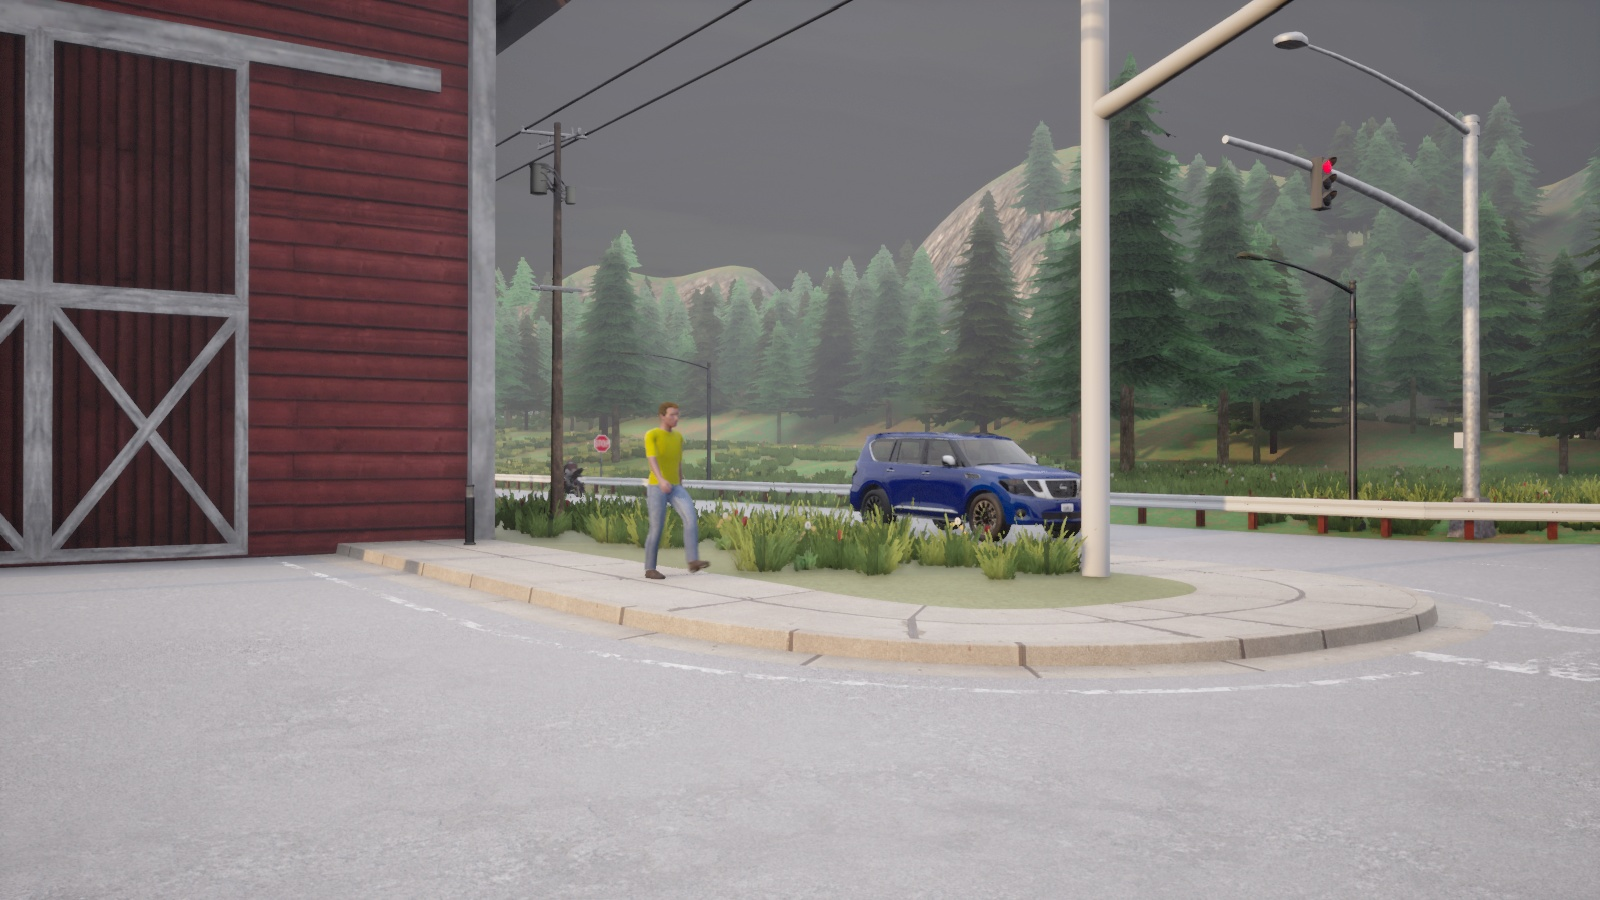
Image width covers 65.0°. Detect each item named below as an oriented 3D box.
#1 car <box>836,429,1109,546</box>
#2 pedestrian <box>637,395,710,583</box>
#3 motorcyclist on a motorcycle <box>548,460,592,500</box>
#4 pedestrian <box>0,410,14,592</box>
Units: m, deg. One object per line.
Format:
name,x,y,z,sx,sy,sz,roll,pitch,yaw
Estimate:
car,3.202,0.641,24.700,2.150,2.045,5.566,0,0,-34
pedestrian,-1.272,0.380,12.615,0.706,1.836,0.354,-1,-1,45
motorcyclist on a motorcycle,-9.038,1.172,49.273,0.866,1.530,2.191,0,0,-34
pedestrian,-8.303,0.509,12.414,0.869,1.805,0.328,0,0,-38
